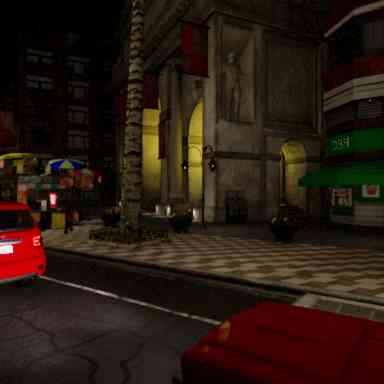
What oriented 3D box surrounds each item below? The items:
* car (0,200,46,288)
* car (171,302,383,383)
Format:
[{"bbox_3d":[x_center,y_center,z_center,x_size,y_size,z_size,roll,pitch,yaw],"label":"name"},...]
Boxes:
[{"bbox_3d":[-5.825,1.218,8.032,5.566,2.045,2.150,0,0,35],"label":"car"},{"bbox_3d":[2.139,1.601,2.322,4.718,1.301,1.895,0,0,36],"label":"car"}]
